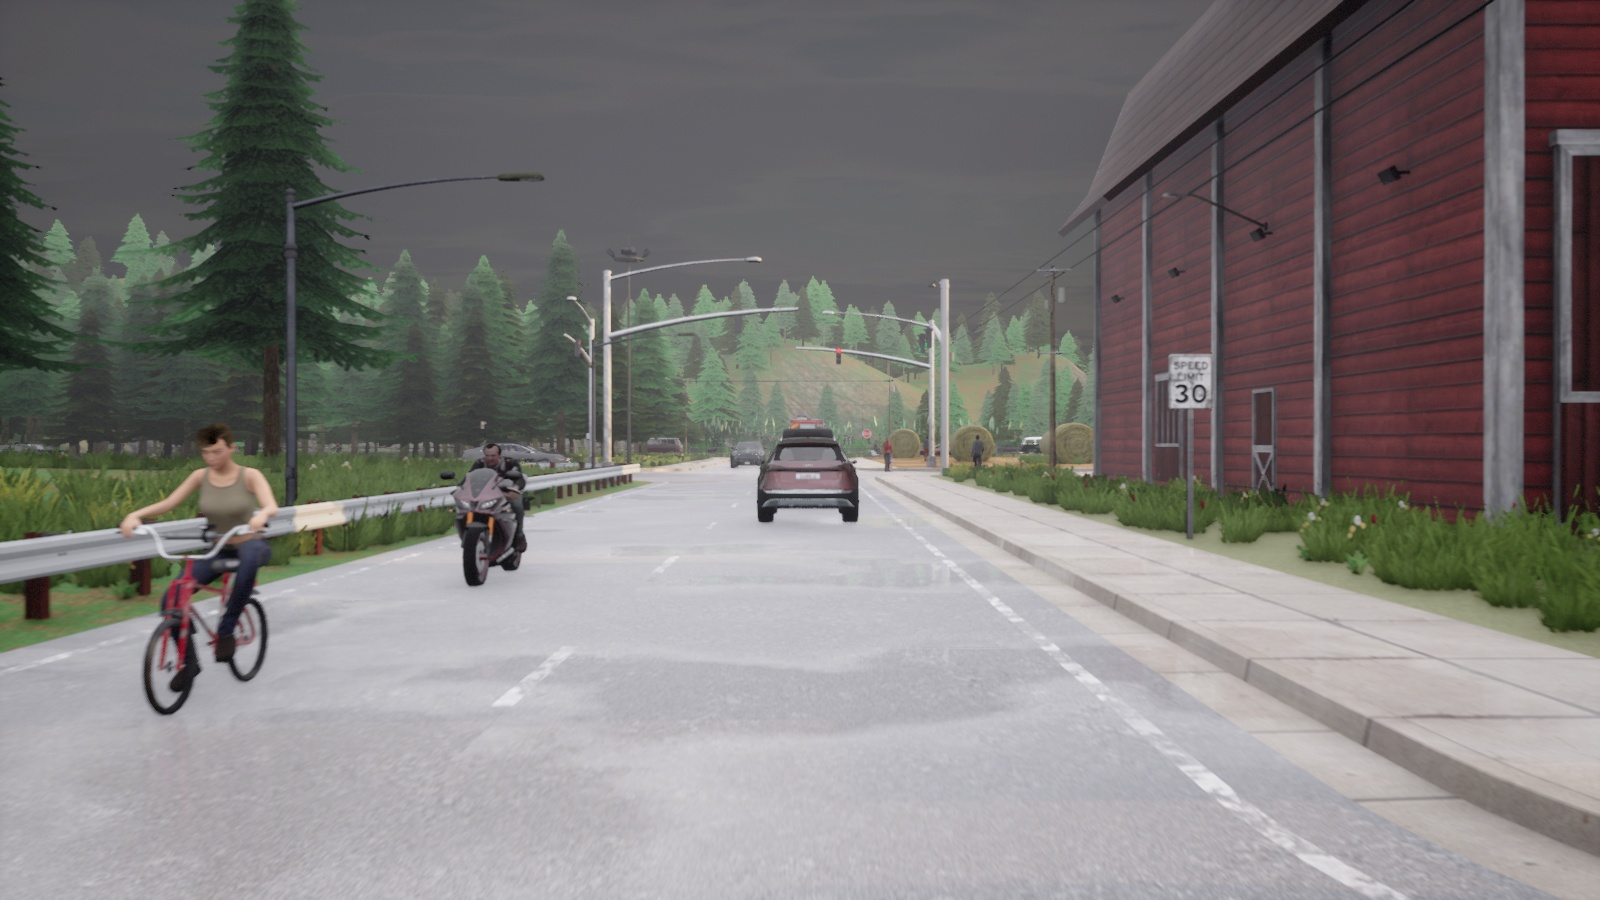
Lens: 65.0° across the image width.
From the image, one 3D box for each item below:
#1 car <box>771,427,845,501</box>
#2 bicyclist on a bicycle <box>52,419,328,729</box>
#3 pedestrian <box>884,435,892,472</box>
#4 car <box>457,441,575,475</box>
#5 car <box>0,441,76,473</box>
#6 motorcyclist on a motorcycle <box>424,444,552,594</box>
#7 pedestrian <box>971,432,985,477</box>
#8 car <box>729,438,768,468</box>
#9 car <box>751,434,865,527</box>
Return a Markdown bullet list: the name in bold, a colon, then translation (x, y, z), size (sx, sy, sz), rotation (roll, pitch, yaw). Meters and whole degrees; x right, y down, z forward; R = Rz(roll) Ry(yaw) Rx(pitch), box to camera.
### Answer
- **car**: translation (0.210, 0.350, 34.137), size (1.905, 1.878, 3.866), rotation (0, 0, 0)
- **bicyclist on a bicycle**: translation (-3.450, 0.639, 7.277), size (0.866, 1.612, 1.509), rotation (0, 0, 0)
- **pedestrian**: translation (4.374, 0.174, 62.284), size (0.331, 1.846, 0.636), rotation (0, 0, -3)
- **car**: translation (-12.881, 0.343, 57.245), size (4.902, 1.511, 2.128), rotation (0, 0, -1)
- **car**: translation (-37.911, 0.326, 60.506), size (5.008, 1.535, 1.882), rotation (0, 0, 0)
- **motorcyclist on a motorcycle**: translation (-3.406, 0.700, 13.921), size (0.866, 1.530, 2.191), rotation (0, 0, 0)
- **pedestrian**: translation (7.828, 0.199, 55.248), size (0.423, 1.949, 0.788), rotation (0, 0, -5)
- **car**: translation (-3.056, 0.177, 75.408), size (2.097, 1.767, 4.553), rotation (0, 0, 0)
- **car**: translation (0.157, 0.536, 24.940), size (2.033, 1.649, 4.856), rotation (0, 0, 0)
